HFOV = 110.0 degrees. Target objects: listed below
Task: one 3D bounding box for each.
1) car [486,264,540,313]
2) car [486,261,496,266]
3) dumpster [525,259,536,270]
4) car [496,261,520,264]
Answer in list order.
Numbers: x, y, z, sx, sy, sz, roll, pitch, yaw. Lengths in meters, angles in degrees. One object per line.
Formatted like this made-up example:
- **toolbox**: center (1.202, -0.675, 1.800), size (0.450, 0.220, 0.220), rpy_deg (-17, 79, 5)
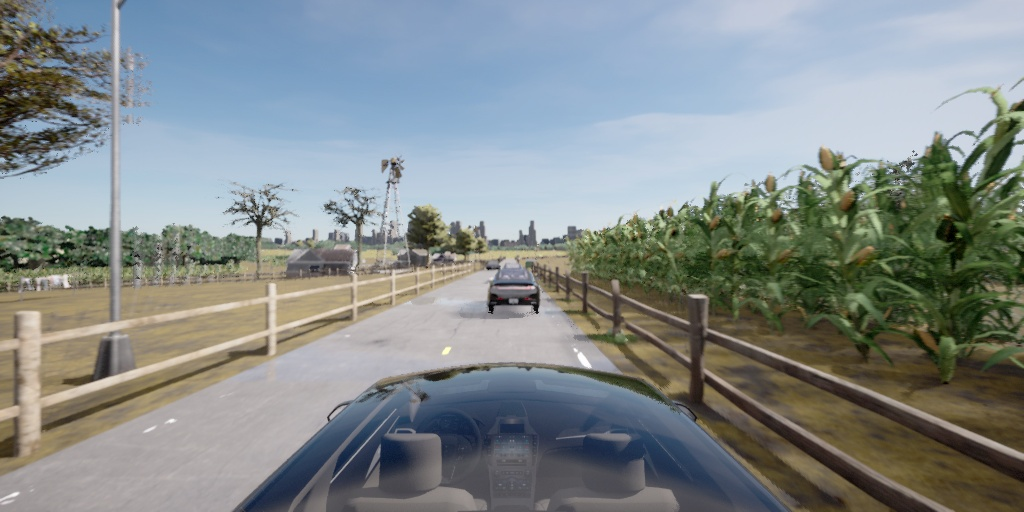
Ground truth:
- **car**: center (0.068, 1.255, 14.082), size (2.128, 1.511, 4.902), rpy_deg (0, 0, 0)
- **car**: center (-2.828, 1.463, 53.835), size (1.882, 1.535, 5.008), rpy_deg (0, -1, 0)
- **dumpster**: center (3.108, 1.441, 60.950), size (1.020, 1.700, 1.940), rpy_deg (0, 0, 0)
- **car**: center (0.063, 1.303, 29.251), size (2.128, 1.511, 4.902), rpy_deg (0, 0, 0)
